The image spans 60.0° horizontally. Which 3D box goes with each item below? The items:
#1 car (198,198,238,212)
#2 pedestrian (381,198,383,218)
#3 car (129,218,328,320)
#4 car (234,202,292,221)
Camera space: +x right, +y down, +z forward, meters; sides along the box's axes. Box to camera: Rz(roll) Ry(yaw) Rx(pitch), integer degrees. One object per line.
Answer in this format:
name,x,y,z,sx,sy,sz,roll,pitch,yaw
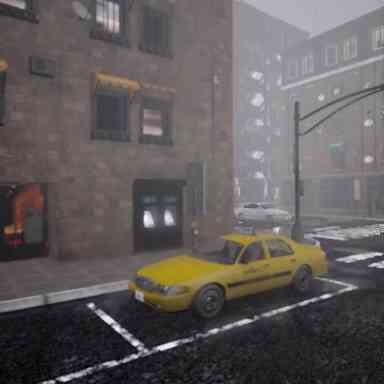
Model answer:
car,2.809,1.437,37.511,1.752,1.417,4.829,-1,0,-36
pedestrian,14.959,1.054,25.754,0.375,1.860,0.375,0,0,-36
car,1.034,1.522,7.304,4.829,1.417,1.752,0,0,-35
car,5.120,1.499,24.454,1.812,1.442,4.674,-1,0,-34
